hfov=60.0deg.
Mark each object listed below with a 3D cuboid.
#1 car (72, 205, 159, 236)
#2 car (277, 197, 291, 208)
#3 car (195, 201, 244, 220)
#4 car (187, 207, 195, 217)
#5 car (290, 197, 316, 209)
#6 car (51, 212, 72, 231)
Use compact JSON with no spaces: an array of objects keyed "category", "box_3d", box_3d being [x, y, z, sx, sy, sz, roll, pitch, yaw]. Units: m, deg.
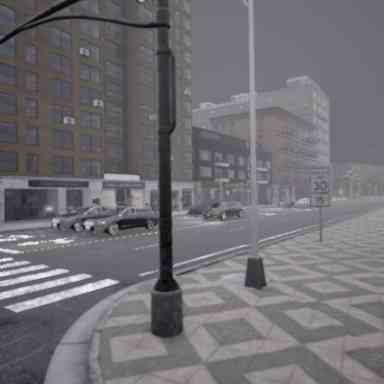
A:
[{"category":"car","box_3d":[-3.977,1.567,19.168,2.128,1.511,4.902,-1,0,35]},{"category":"car","box_3d":[14.083,1.508,48.811,2.128,1.511,4.902,-1,-1,37]},{"category":"car","box_3d":[2.688,1.536,28.138,1.837,1.490,4.892,-1,1,37]},{"category":"car","box_3d":[1.752,1.626,32.337,2.033,1.411,5.357,-1,-1,37]},{"category":"car","box_3d":[15.479,1.489,45.274,1.812,1.442,4.674,-1,-1,37]},{"category":"car","box_3d":[-6.485,1.620,21.223,2.128,1.511,4.902,-1,0,37]}]
